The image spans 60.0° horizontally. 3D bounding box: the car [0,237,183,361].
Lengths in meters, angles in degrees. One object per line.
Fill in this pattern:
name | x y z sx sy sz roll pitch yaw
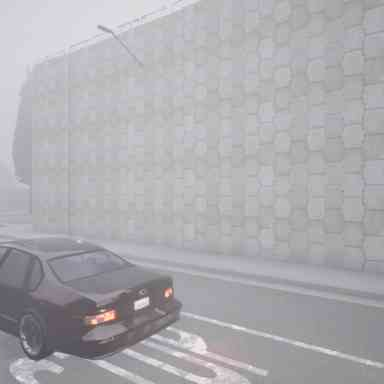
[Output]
car | -2.725 1.547 5.927 5.357 1.411 2.033 0 0 35
